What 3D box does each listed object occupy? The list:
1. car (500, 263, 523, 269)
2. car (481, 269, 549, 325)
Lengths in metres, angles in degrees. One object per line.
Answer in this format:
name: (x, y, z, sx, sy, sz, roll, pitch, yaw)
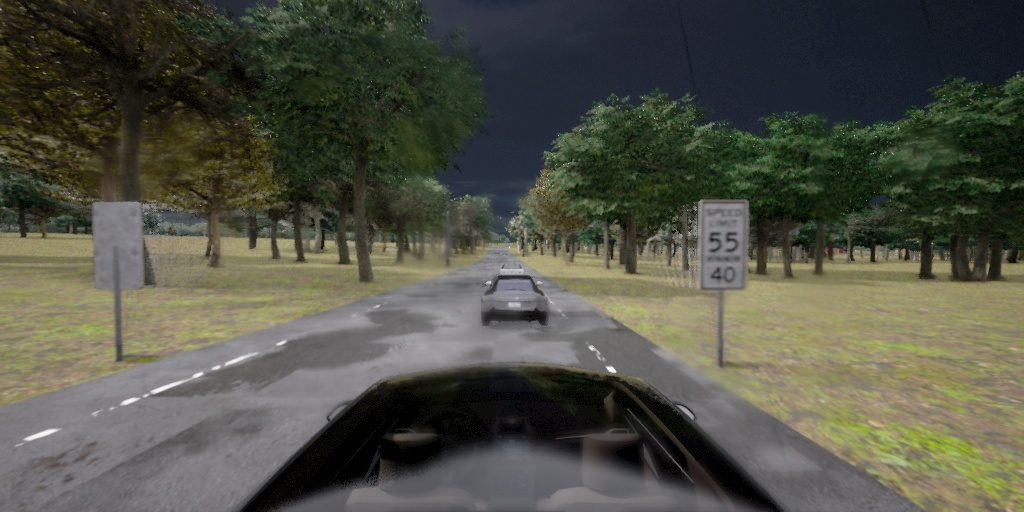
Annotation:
car: (-0.030, 1.260, 29.438, 1.895, 1.301, 4.718, 0, 0, 0)
car: (0.074, 1.304, 11.781, 1.994, 1.385, 4.181, 0, 0, 0)
